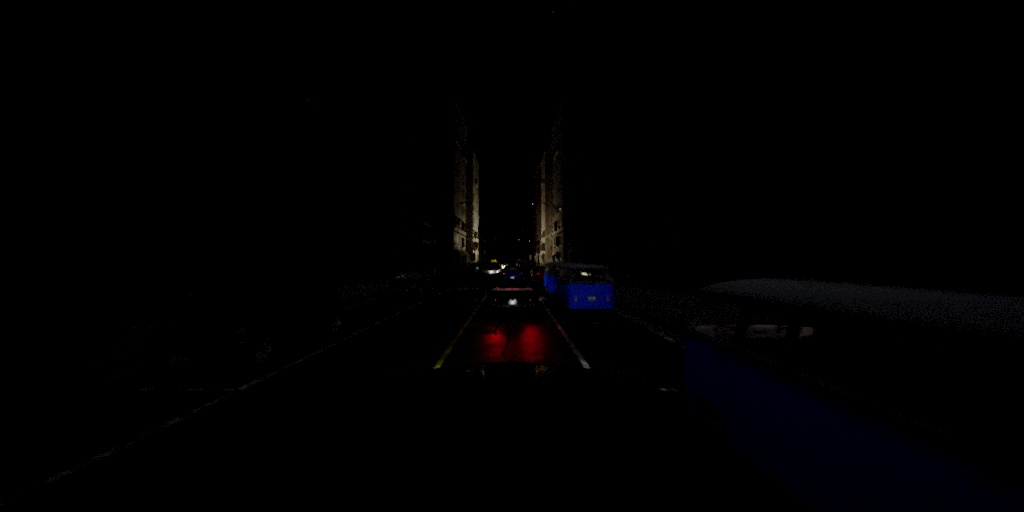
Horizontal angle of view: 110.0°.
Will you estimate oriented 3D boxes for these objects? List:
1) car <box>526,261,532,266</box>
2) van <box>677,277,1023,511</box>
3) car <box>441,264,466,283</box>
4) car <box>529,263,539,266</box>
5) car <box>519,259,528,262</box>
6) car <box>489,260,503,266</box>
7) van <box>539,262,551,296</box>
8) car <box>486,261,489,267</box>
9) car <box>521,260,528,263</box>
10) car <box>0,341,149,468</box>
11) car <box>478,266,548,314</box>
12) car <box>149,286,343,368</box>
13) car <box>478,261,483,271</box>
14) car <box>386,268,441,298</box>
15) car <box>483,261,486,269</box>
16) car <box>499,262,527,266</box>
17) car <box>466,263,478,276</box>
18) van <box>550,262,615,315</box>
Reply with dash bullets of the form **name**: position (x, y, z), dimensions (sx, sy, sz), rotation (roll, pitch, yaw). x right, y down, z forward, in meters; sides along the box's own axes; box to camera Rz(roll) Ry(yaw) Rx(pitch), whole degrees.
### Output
- **car**: position (2.627, 1.530, 36.569), dimensions (1.751, 1.417, 4.829), rotation (0, 0, 0)
- **van**: position (2.637, 1.096, 2.305), dimensions (1.690, 1.789, 3.998), rotation (0, 0, 0)
- **car**: position (-5.396, 1.528, 30.713), dimensions (1.948, 1.339, 4.313), rotation (0, 0, 0)
- **car**: position (2.629, 1.545, 30.716), dimensions (1.802, 1.307, 4.207), rotation (0, 0, 0)
- **car**: position (2.620, 1.608, 59.128), dimensions (1.967, 1.591, 4.097), rotation (0, 0, 0)
- **car**: position (-2.823, 1.734, 59.574), dimensions (1.994, 1.385, 4.181), rotation (0, 0, 1)
- **van**: position (2.632, 1.221, 19.352), dimensions (1.690, 1.789, 3.998), rotation (0, 0, 0)
- **car**: position (-5.405, 1.733, 59.125), dimensions (1.948, 1.339, 4.313), rotation (0, 0, 0)
- **car**: position (2.622, 1.672, 53.445), dimensions (1.888, 1.381, 4.507), rotation (0, 0, 0)
- **car**: position (-5.388, 1.336, 2.303), dimensions (1.802, 1.307, 4.207), rotation (0, 0, 0)
- **car**: position (0.040, 1.335, 14.251), dimensions (2.128, 1.511, 4.902), rotation (0, 0, 0)
- **car**: position (-5.389, 1.362, 7.985), dimensions (1.948, 1.339, 4.313), rotation (0, 0, 0)
- **car**: position (-5.402, 1.636, 47.760), dimensions (2.007, 1.370, 4.403), rotation (0, 0, 0)
- **car**: position (-5.393, 1.430, 19.349), dimensions (2.007, 1.370, 4.403), rotation (0, 0, 0)
- **car**: position (-5.403, 1.671, 53.443), dimensions (1.888, 1.381, 4.507), rotation (0, 0, 0)
- **car**: position (0.041, 1.482, 29.942), dimensions (1.812, 1.442, 4.674), rotation (0, 0, 0)
- **car**: position (-5.400, 1.590, 42.078), dimensions (1.888, 1.381, 4.507), rotation (0, 0, 0)
- **van**: position (2.634, 1.180, 13.670), dimensions (1.690, 1.789, 3.998), rotation (0, 0, 0)
